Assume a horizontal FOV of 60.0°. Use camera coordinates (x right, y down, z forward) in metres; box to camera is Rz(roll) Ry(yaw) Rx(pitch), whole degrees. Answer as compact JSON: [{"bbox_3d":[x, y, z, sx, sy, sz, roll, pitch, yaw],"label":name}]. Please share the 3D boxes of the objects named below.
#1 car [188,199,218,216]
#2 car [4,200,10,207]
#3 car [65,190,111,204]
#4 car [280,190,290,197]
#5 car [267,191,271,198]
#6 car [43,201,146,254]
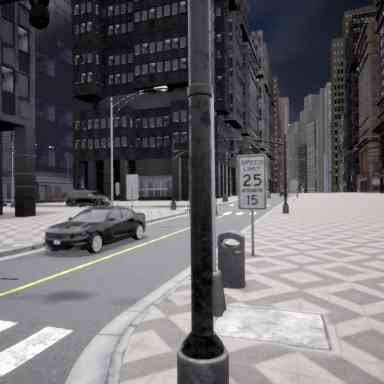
[{"bbox_3d":[0.962,0.969,26.925,2.097,1.767,4.553,-1,1,4],"label":"car"},{"bbox_3d":[-25.787,1.259,42.865,4.892,1.490,1.837,0,0,18],"label":"car"},{"bbox_3d":[-11.758,0.838,38.046,5.566,2.045,2.150,0,0,19],"label":"car"},{"bbox_3d":[21.608,0.261,77.451,1.837,1.490,4.892,-1,0,19],"label":"car"},{"bbox_3d":[14.783,0.461,66.771,1.837,1.490,4.892,-1,1,19],"label":"car"},{"bbox_3d":[-3.594,1.329,13.196,1.882,1.535,5.008,-1,1,19],"label":"car"}]
